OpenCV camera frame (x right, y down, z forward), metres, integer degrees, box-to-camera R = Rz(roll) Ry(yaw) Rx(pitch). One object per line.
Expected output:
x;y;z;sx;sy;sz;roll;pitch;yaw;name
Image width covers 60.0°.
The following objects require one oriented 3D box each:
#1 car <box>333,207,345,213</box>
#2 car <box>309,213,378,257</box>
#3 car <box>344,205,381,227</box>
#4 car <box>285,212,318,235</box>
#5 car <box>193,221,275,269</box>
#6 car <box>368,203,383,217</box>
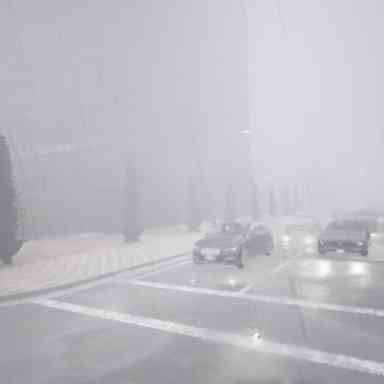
19.216;2.579;42.548;1.994;1.385;4.181;-3;-2;31;car
6.976;1.908;14.960;2.033;1.411;5.357;-3;-2;30;car
13.128;2.045;25.436;1.882;1.535;5.008;-3;-2;30;car
7.990;2.168;23.592;1.812;1.442;4.674;-3;-2;30;car
1.805;1.926;13.064;2.128;1.511;4.902;-3;-2;30;car
22.964;2.246;42.013;2.097;1.767;4.553;-3;-2;30;car
